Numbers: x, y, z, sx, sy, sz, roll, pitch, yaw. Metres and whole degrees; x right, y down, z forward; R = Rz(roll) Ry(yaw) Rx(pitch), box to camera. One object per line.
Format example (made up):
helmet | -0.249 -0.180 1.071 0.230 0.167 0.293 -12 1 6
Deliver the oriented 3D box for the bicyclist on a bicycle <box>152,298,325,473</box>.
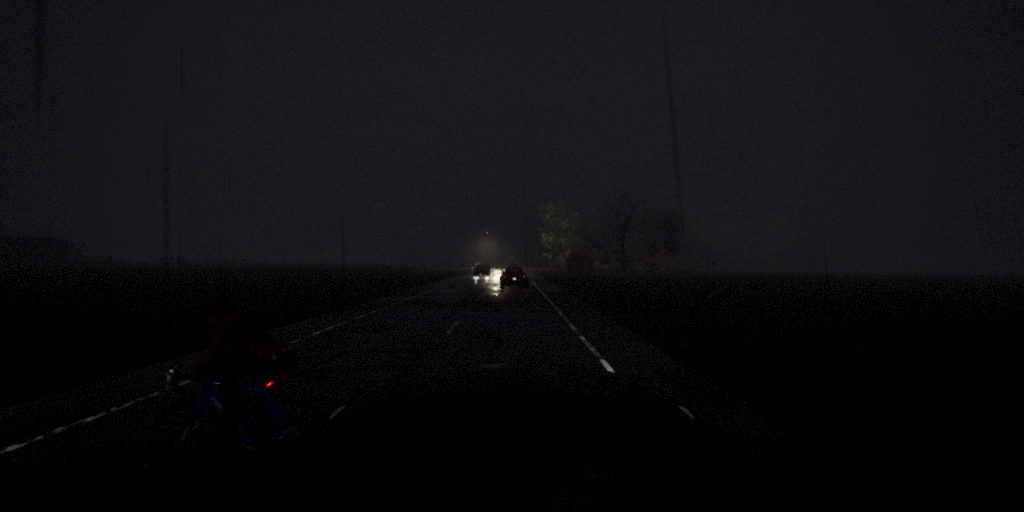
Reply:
bicyclist on a bicycle | -2.546 1.218 3.343 1.656 1.620 0.582 -1 0 0

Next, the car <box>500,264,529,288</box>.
car | 0.169 1.532 26.172 1.994 1.385 4.181 0 -1 0

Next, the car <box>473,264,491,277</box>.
car | -3.484 1.663 42.605 2.033 1.411 5.357 0 -1 0
